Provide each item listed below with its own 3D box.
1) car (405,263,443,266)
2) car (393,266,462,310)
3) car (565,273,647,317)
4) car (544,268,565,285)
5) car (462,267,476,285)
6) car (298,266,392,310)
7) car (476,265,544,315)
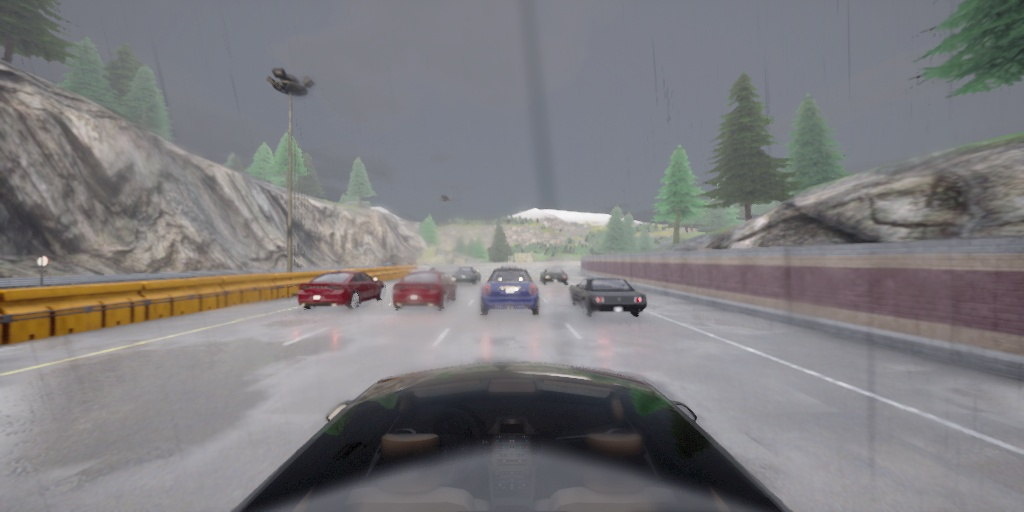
[{"bbox_3d":[-7.164,1.546,29.957,1.812,1.442,4.674,0,0,1],"label":"car"},{"bbox_3d":[-3.567,1.359,15.486,1.882,1.535,5.008,0,0,0],"label":"car"},{"bbox_3d":[3.438,1.465,13.803,1.895,1.301,4.718,0,-1,0],"label":"car"},{"bbox_3d":[3.311,1.607,28.795,1.895,1.301,4.718,0,-1,1],"label":"car"},{"bbox_3d":[-3.672,1.580,29.521,1.994,1.385,4.181,0,0,1],"label":"car"},{"bbox_3d":[-7.067,1.360,15.443,1.882,1.535,5.008,0,0,0],"label":"car"},{"bbox_3d":[-0.061,1.221,14.283,2.097,1.767,4.553,0,-1,0],"label":"car"}]
